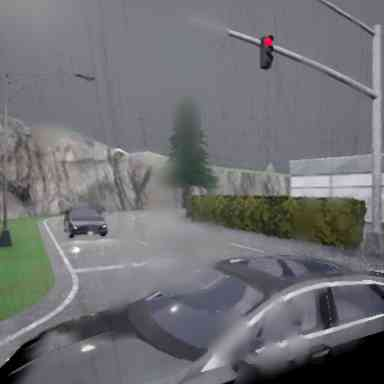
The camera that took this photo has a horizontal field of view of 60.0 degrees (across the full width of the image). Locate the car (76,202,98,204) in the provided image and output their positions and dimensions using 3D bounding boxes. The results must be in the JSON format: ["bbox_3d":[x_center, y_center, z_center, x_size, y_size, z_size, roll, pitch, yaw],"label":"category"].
[{"bbox_3d":[-10.630,1.666,33.219,2.033,1.411,5.357,0,0,14],"label":"car"}]

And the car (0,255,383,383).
[{"bbox_3d":[0.680,1.507,3.456,4.902,1.511,2.128,0,0,-25],"label":"car"}]

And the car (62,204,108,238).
[{"bbox_3d":[-6.032,1.613,18.468,2.033,1.411,5.357,0,0,-25],"label":"car"}]
